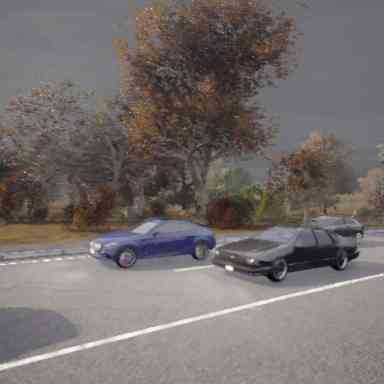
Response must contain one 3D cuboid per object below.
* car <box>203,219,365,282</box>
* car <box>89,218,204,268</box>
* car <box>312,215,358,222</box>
[{"bbox_3d":[3.199,1.761,10.555,5.357,1.411,2.033,2,-1,-35],"label":"car"},{"bbox_3d":[-1.204,1.650,11.728,4.674,1.442,1.812,2,-1,-35],"label":"car"},{"bbox_3d":[7.341,2.002,17.804,4.892,1.490,1.837,3,-2,-35],"label":"car"}]
